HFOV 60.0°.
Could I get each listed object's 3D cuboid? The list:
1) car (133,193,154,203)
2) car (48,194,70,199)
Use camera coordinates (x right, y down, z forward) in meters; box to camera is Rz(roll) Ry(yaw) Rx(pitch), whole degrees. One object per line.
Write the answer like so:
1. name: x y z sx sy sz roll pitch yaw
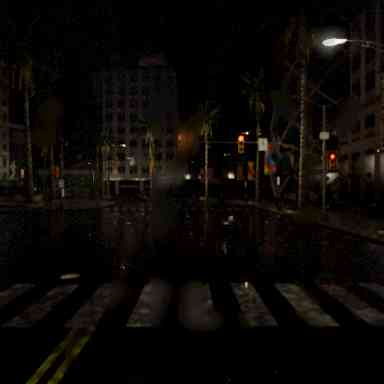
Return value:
1. car: -8.630 0.904 59.275 2.097 1.767 4.553 0 0 -38
2. car: -30.282 1.060 75.914 4.718 1.301 1.895 0 0 19
